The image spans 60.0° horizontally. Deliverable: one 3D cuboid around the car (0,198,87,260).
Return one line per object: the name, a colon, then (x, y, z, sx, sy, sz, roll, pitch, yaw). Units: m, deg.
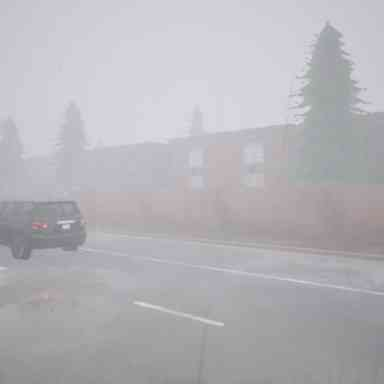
car: (-6.430, 1.268, 12.846, 5.566, 2.045, 2.150, 0, 0, 36)
